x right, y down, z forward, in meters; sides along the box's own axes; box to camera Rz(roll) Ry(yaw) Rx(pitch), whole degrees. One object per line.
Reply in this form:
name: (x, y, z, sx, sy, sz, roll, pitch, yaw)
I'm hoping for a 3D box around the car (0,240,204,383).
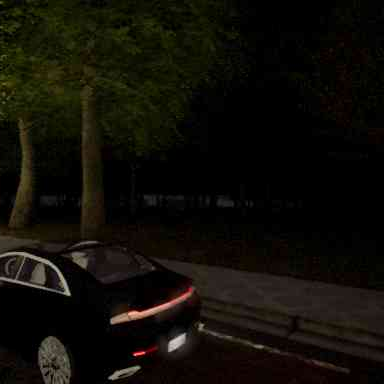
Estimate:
car: (-2.138, 1.520, 5.212, 4.902, 1.511, 2.128, 0, 0, 36)
